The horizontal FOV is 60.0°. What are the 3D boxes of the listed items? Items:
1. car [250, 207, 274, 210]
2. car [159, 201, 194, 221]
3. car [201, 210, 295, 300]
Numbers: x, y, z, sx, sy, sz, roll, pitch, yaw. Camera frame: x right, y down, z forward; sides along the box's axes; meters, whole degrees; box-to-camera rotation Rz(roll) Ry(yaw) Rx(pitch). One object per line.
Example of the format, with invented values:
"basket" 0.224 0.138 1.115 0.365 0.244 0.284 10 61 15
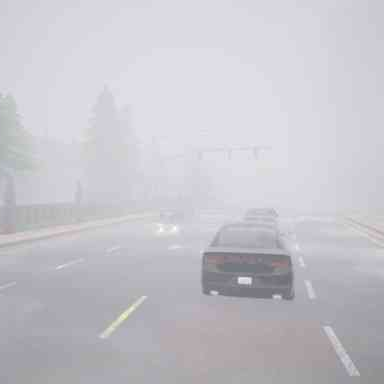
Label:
"car" 3.845 1.518 18.310 2.033 1.411 5.357 0 0 15
"car" -1.163 1.501 27.138 2.128 1.511 4.902 0 0 15
"car" 1.479 1.465 8.504 1.882 1.535 5.008 0 0 12
